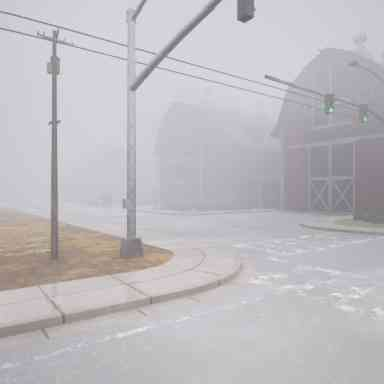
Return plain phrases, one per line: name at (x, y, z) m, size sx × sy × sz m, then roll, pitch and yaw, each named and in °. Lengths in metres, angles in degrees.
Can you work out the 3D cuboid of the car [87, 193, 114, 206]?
car at (-13.846, 1.117, 50.577) m, size 3.866 × 1.878 × 1.905 m, roll -2°, pitch 5°, yaw 11°
